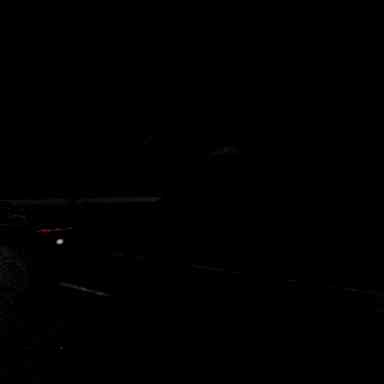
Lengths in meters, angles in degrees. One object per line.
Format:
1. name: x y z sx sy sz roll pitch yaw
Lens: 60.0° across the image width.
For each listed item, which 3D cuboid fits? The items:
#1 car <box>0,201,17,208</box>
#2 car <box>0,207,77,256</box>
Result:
1. car: -17.116 1.567 30.091 2.097 1.767 4.553 0 0 -19
2. car: -6.569 1.583 13.593 4.902 1.511 2.128 0 0 42
